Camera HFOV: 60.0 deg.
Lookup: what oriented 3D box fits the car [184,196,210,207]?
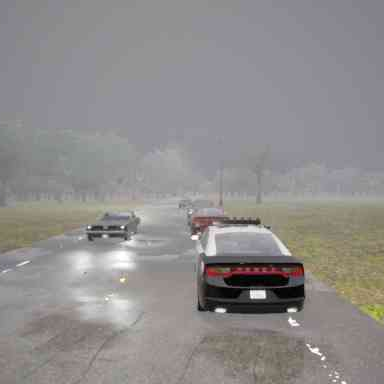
[{"bbox_3d":[0.712,1.350,23.779,2.097,1.767,4.553,0,0,-2],"label":"car"}]

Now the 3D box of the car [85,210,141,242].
[{"bbox_3d":[-3.769,1.601,16.537,1.895,1.301,4.718,0,0,-1],"label":"car"}]

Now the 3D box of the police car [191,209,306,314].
[{"bbox_3d":[1.024,1.424,7.865,1.930,1.638,5.238,0,0,-1],"label":"police car"}]

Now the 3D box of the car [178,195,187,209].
[{"bbox_3d":[-0.906,1.504,46.252,2.128,1.511,4.902,0,0,-1],"label":"car"}]

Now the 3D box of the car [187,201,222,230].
[{"bbox_3d":[0.869,1.477,17.792,1.882,1.535,5.008,0,0,-1],"label":"car"}]
